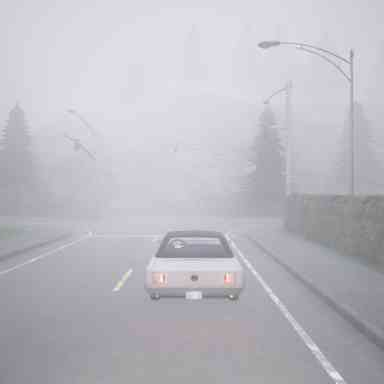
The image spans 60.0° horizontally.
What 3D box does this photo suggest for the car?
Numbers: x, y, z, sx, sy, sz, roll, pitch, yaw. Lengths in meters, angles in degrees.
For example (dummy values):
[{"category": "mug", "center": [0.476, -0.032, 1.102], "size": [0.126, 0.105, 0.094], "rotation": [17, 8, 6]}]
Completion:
[{"category": "car", "center": [0.062, 1.601, 8.309], "size": [1.895, 1.301, 4.718], "rotation": [0, 0, 0]}]
